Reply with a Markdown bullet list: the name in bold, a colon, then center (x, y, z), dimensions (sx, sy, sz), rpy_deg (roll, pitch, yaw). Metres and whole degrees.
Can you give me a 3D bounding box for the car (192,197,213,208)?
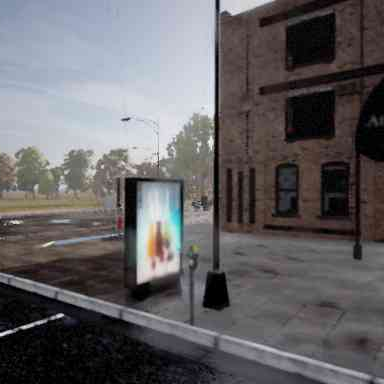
- **car**: center (1.870, 1.428, 47.323), dimensions (1.812, 1.442, 4.674), rpy_deg (0, 1, 36)
